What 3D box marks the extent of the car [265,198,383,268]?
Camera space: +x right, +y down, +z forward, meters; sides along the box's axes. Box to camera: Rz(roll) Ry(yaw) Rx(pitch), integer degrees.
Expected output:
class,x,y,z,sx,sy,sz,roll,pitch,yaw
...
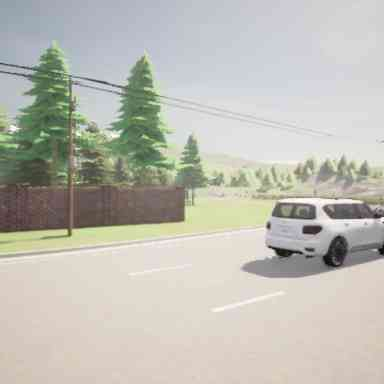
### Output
class,x,y,z,sx,sy,sz,roll,pitch,yaw
car,4.970,1.246,11.587,5.566,2.045,2.150,0,0,-35

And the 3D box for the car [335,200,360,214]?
class,x,y,z,sx,sy,sz,roll,pitch,yaw
car,17.188,1.652,36.947,1.994,1.385,4.181,0,0,18
